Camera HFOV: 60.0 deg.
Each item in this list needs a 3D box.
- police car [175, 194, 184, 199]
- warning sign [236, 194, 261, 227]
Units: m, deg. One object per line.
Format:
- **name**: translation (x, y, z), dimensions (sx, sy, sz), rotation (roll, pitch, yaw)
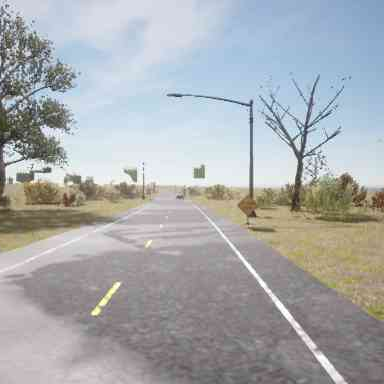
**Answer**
- **police car**: translation (-3.465, 1.265, 95.046), dimensions (1.930, 1.638, 5.238), rotation (0, 0, -5)
- **warning sign**: translation (3.353, 1.088, 19.935), dimensions (1.300, 1.860, 1.060), rotation (1, 1, -1)
